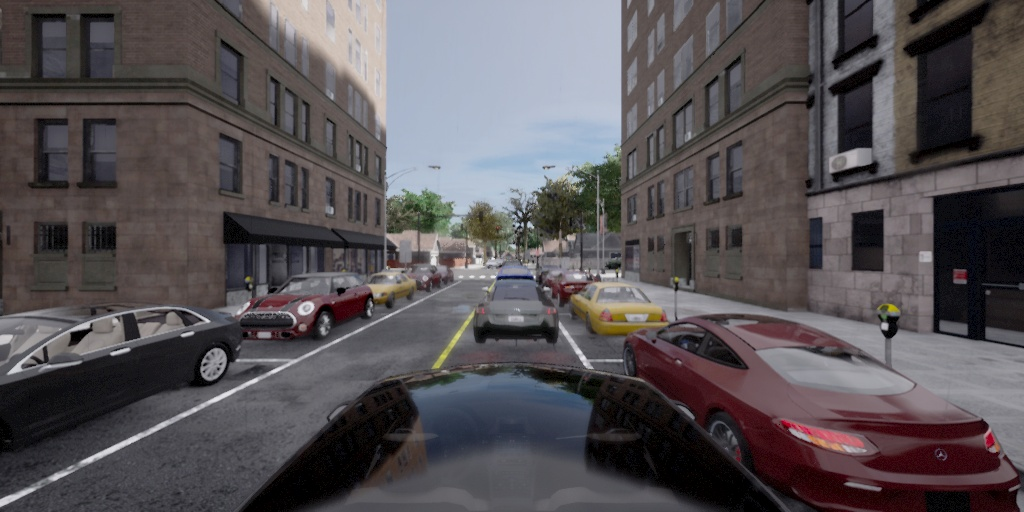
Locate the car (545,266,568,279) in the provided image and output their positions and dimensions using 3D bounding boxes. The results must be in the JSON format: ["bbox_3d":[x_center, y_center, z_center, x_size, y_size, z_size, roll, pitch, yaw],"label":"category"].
[{"bbox_3d":[2.671,1.300,15.276,1.888,1.381,4.507,0,0,0],"label":"car"}]

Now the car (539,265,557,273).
[{"bbox_3d":[2.687,1.340,20.794,1.802,1.307,4.207,0,0,0],"label":"car"}]

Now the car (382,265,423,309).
[{"bbox_3d":[-5.354,1.280,15.125,1.751,1.417,4.829,0,0,0],"label":"car"}]

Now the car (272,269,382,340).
[{"bbox_3d":[-5.369,1.192,9.776,1.967,1.591,4.097,0,0,0],"label":"car"}]

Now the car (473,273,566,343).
[{"bbox_3d":[0.110,1.316,9.674,1.994,1.385,4.181,0,0,1],"label":"car"}]

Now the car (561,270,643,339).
[{"bbox_3d":[2.657,1.278,9.928,1.751,1.417,4.829,0,0,0],"label":"car"}]

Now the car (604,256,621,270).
[{"bbox_3d":[15.610,0.895,49.252,5.566,2.045,2.150,0,0,0],"label":"car"}]

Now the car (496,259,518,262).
[{"bbox_3d":[0.071,1.114,27.892,2.097,1.767,4.553,0,0,0],"label":"car"}]

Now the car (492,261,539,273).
[{"bbox_3d":[0.123,1.235,18.667,1.882,1.535,5.008,0,0,-1],"label":"car"}]

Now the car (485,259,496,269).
[{"bbox_3d":[-3.172,1.323,58.786,1.812,1.442,4.674,0,0,6],"label":"car"}]

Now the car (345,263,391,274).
[{"bbox_3d":[-17.088,1.467,42.655,4.718,1.301,1.895,0,0,-2],"label":"car"}]

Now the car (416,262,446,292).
[{"bbox_3d":[-5.339,1.198,20.814,1.967,1.591,4.097,0,0,0],"label":"car"}]

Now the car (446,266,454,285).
[{"bbox_3d":[-5.323,1.343,26.333,1.802,1.307,4.207,0,0,0],"label":"car"}]

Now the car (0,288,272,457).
[{"bbox_3d":[-5.384,1.301,4.258,2.007,1.370,4.403,0,0,0],"label":"car"}]

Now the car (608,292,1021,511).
[{"bbox_3d":[2.641,1.332,4.239,1.802,1.307,4.207,0,0,0],"label":"car"}]
